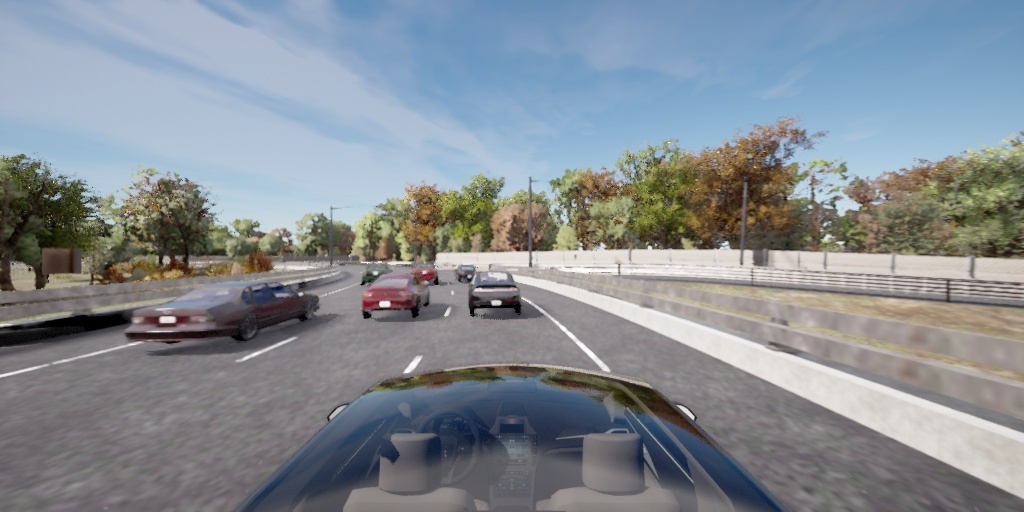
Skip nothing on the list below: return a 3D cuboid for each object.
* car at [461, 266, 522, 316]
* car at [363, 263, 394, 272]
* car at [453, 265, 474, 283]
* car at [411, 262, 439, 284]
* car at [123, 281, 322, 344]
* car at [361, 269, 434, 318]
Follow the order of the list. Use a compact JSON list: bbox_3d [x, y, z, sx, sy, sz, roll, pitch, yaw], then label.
[{"bbox_3d":[-0.756,1.320,13.954,2.128,1.511,4.902,0,0,-6],"label":"car"},{"bbox_3d":[-10.499,1.322,28.355,2.097,1.767,4.553,0,0,-14],"label":"car"},{"bbox_3d":[-3.922,1.473,30.902,1.812,1.442,4.674,0,0,-14],"label":"car"},{"bbox_3d":[-7.055,1.306,28.981,2.097,1.767,4.553,0,0,-14],"label":"car"},{"bbox_3d":[-7.359,1.391,9.978,2.033,1.411,5.357,0,0,-4],"label":"car"},{"bbox_3d":[-4.215,1.372,13.479,1.812,1.442,4.674,0,-1,-6],"label":"car"}]
